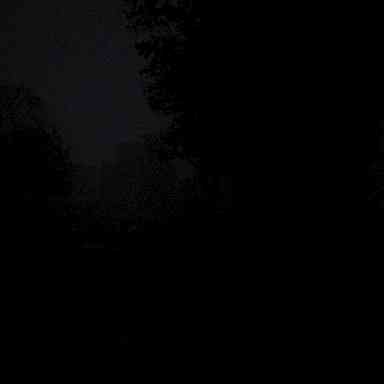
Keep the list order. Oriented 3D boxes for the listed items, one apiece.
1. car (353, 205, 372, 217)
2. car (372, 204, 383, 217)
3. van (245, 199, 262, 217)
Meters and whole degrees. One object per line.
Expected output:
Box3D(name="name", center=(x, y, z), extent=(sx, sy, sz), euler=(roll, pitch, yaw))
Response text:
Box3D(name="car", center=(18.003, 2.021, 38.154), extent=(2.231, 1.521, 4.892), euler=(0, 0, 2))
Box3D(name="car", center=(20.776, 2.012, 38.066), extent=(2.097, 1.535, 5.008), euler=(0, 0, 2))
Box3D(name="van", center=(6.909, 1.823, 38.570), extent=(1.878, 1.987, 4.442), euler=(0, 0, 2))
